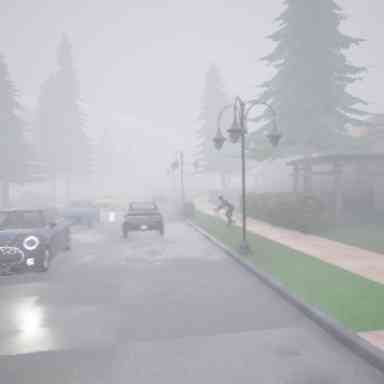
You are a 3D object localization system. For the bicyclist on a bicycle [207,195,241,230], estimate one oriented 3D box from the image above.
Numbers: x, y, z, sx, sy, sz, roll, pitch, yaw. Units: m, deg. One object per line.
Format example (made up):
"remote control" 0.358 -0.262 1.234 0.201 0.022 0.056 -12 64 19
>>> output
"bicyclist on a bicycle" 1.517 0.978 15.681 1.656 1.620 0.582 -2 1 -9

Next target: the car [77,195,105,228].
"car" -6.699 1.202 20.022 1.882 1.535 5.008 -1 1 -8

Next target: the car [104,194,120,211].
"car" -8.196 0.951 32.545 1.882 1.535 5.008 -1 2 -4

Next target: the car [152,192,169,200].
"car" -4.583 0.635 47.832 1.994 1.385 4.181 -1 1 3

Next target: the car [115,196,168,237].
"car" -2.419 1.222 16.370 2.128 1.511 4.902 -1 1 -9

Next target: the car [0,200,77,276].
"car" -5.146 1.268 10.165 2.097 1.767 4.553 -1 1 -9
